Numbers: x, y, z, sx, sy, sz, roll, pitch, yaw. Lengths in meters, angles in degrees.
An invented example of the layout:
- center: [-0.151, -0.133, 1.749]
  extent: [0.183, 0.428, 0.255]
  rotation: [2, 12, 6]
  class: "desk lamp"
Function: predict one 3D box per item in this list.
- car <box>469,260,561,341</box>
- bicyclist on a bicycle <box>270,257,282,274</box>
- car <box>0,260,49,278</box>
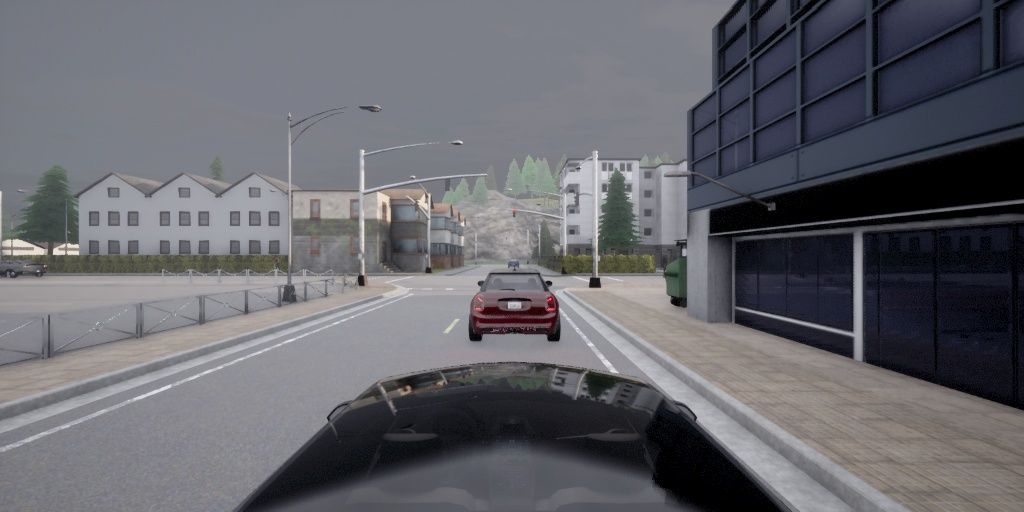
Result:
- center: [0.081, 1.102, 9.993]
  extent: [2.097, 1.767, 4.553]
  rotation: [0, 0, 1]
  class: "car"
- center: [-22.226, 0.874, 33.826]
  extent: [0.582, 1.620, 1.656]
  rotation: [0, 0, 0]
  class: "bicyclist on a bicycle"
- center: [-42.115, 1.065, 30.065]
  extent: [4.902, 1.511, 2.128]
  rotation: [0, 0, 0]
  class: "car"
